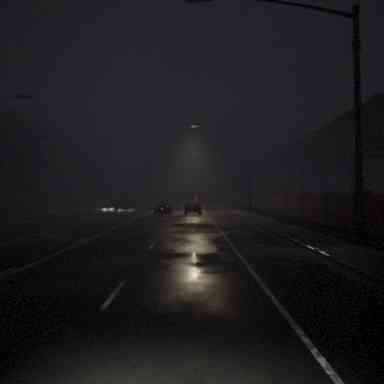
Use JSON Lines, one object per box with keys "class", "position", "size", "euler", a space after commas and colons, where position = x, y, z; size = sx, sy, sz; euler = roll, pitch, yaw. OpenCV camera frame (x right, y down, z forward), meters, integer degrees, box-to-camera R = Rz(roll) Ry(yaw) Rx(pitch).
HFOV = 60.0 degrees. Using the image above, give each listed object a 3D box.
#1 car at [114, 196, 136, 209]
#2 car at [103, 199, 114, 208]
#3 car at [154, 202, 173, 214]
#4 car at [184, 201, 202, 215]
{"class": "car", "position": [-10.564, 1.643, 54.280], "size": [2.150, 2.045, 5.566], "euler": [0, 0, 1]}
{"class": "car", "position": [-14.050, 1.941, 57.664], "size": [2.128, 1.511, 4.902], "euler": [0, 0, 1]}
{"class": "car", "position": [-3.405, 1.872, 39.610], "size": [1.994, 1.385, 4.181], "euler": [0, 0, 0]}
{"class": "car", "position": [0.096, 1.793, 38.744], "size": [2.128, 1.511, 4.902], "euler": [0, 0, 0]}
